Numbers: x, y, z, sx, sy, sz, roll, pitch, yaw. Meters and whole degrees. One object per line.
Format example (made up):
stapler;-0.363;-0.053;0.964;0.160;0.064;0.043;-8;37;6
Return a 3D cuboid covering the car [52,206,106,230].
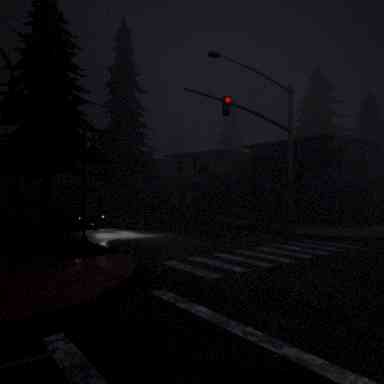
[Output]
car;-7.376;1.575;20.919;4.718;1.301;1.895;0;0;44
